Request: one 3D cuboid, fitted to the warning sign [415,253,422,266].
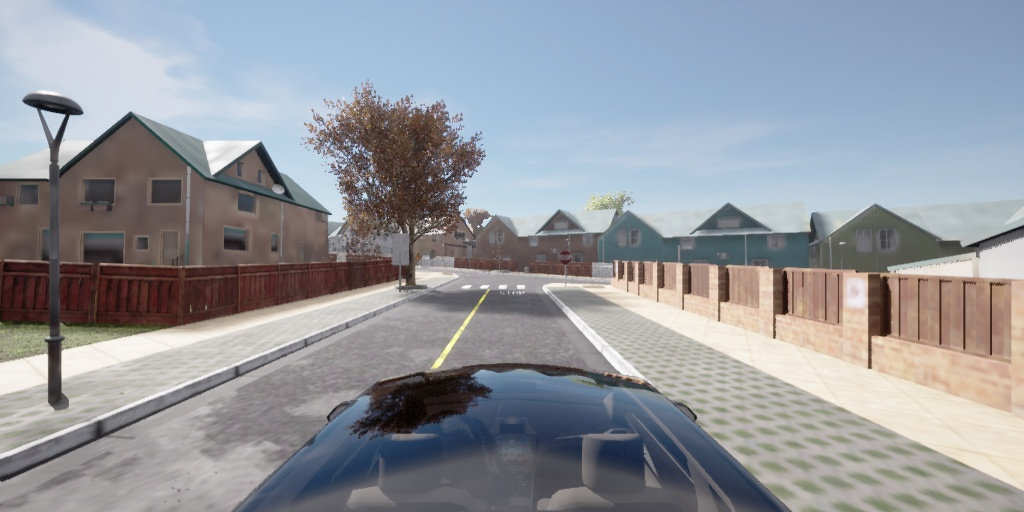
[{"bbox_3d":[-12.279,0.448,46.878,1.060,1.860,1.300,0,0,32],"label":"warning sign"}]
